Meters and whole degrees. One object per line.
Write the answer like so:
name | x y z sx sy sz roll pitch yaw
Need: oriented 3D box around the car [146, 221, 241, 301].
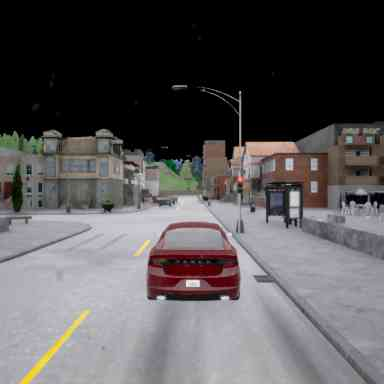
car | 0.048 1.478 8.396 1.882 1.535 5.008 0 0 1

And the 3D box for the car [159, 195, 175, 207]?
car | -4.110 1.505 51.968 1.837 1.490 4.892 0 0 0

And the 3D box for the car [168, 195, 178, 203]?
car | -4.015 1.500 71.640 1.837 1.490 4.892 0 0 0

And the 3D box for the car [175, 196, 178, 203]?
car | -4.072 1.601 61.273 1.895 1.301 4.718 0 0 0
